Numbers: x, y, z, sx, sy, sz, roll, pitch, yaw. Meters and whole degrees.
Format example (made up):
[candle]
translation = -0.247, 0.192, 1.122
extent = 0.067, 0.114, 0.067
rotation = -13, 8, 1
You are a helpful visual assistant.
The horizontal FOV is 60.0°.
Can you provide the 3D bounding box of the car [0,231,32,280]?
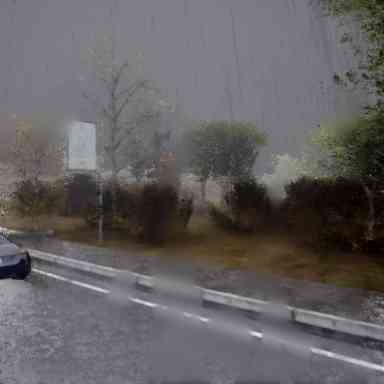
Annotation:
[car]
translation = -6.113, 1.597, 8.991
extent = 4.181, 1.385, 1.994
rotation = 0, 0, 40
